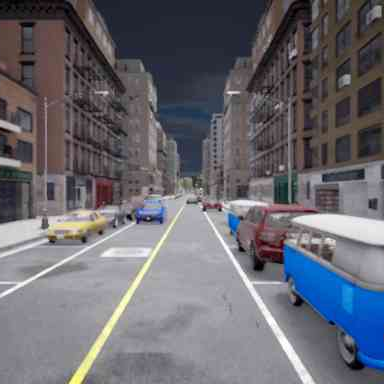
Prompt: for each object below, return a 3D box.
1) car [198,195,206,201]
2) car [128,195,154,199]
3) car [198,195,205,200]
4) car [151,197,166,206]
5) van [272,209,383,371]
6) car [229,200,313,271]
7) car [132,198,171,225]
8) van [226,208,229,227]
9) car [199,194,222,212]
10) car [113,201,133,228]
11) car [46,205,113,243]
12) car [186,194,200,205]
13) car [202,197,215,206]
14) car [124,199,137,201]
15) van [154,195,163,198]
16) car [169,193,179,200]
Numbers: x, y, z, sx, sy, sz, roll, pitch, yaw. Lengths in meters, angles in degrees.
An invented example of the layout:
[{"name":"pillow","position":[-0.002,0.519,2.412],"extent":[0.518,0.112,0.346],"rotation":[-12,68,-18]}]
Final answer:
[{"name":"car","position":[2.654,1.501,86.378],"extent":[2.008,1.369,4.403],"rotation":[0,0,0]},{"name":"car","position":[-5.389,1.296,32.471],"extent":[2.192,1.841,5.009],"rotation":[0,0,0]},{"name":"car","position":[2.655,1.529,92.060],"extent":[1.802,1.307,4.206],"rotation":[0,0,0]},{"name":"car","position":[-5.379,1.519,54.096],"extent":[2.008,1.369,4.403],"rotation":[0,0,0]},{"name":"van","position":[2.691,1.338,5.440],"extent":[1.690,1.788,3.998],"rotation":[0,0,0]},{"name":"car","position":[2.687,1.309,10.846],"extent":[2.192,1.841,5.009],"rotation":[0,0,0]},{"name":"car","position":[-2.845,1.463,24.171],"extent":[1.882,1.535,5.008],"rotation":[0,0,0]},{"name":"van","position":[2.683,1.332,16.253],"extent":[1.690,1.788,3.998],"rotation":[0,0,0]},{"name":"car","position":[2.270,1.329,38.735],"extent":[2.097,1.767,4.553],"rotation":[0,0,0]},{"name":"car","position":[-5.394,1.538,21.659],"extent":[2.008,1.369,4.403],"rotation":[0,0,0]},{"name":"car","position":[-5.396,1.516,16.084],"extent":[1.752,1.417,4.829],"rotation":[0,0,0]},{"name":"car","position":[0.014,1.530,58.898],"extent":[1.994,1.385,4.181],"rotation":[0,0,0]},{"name":"car","position":[2.655,1.493,54.266],"extent":[1.752,1.417,4.829],"rotation":[0,0,0]},{"name":"car","position":[-5.391,1.550,27.065],"extent":[1.947,1.339,4.313],"rotation":[0,0,0]},{"name":"van","position":[-5.382,1.312,48.690],"extent":[1.690,1.788,3.998],"rotation":[0,0,0]},{"name":"car","position":[-5.370,1.472,91.890],"extent":[1.752,1.417,4.829],"rotation":[0,0,0]}]
